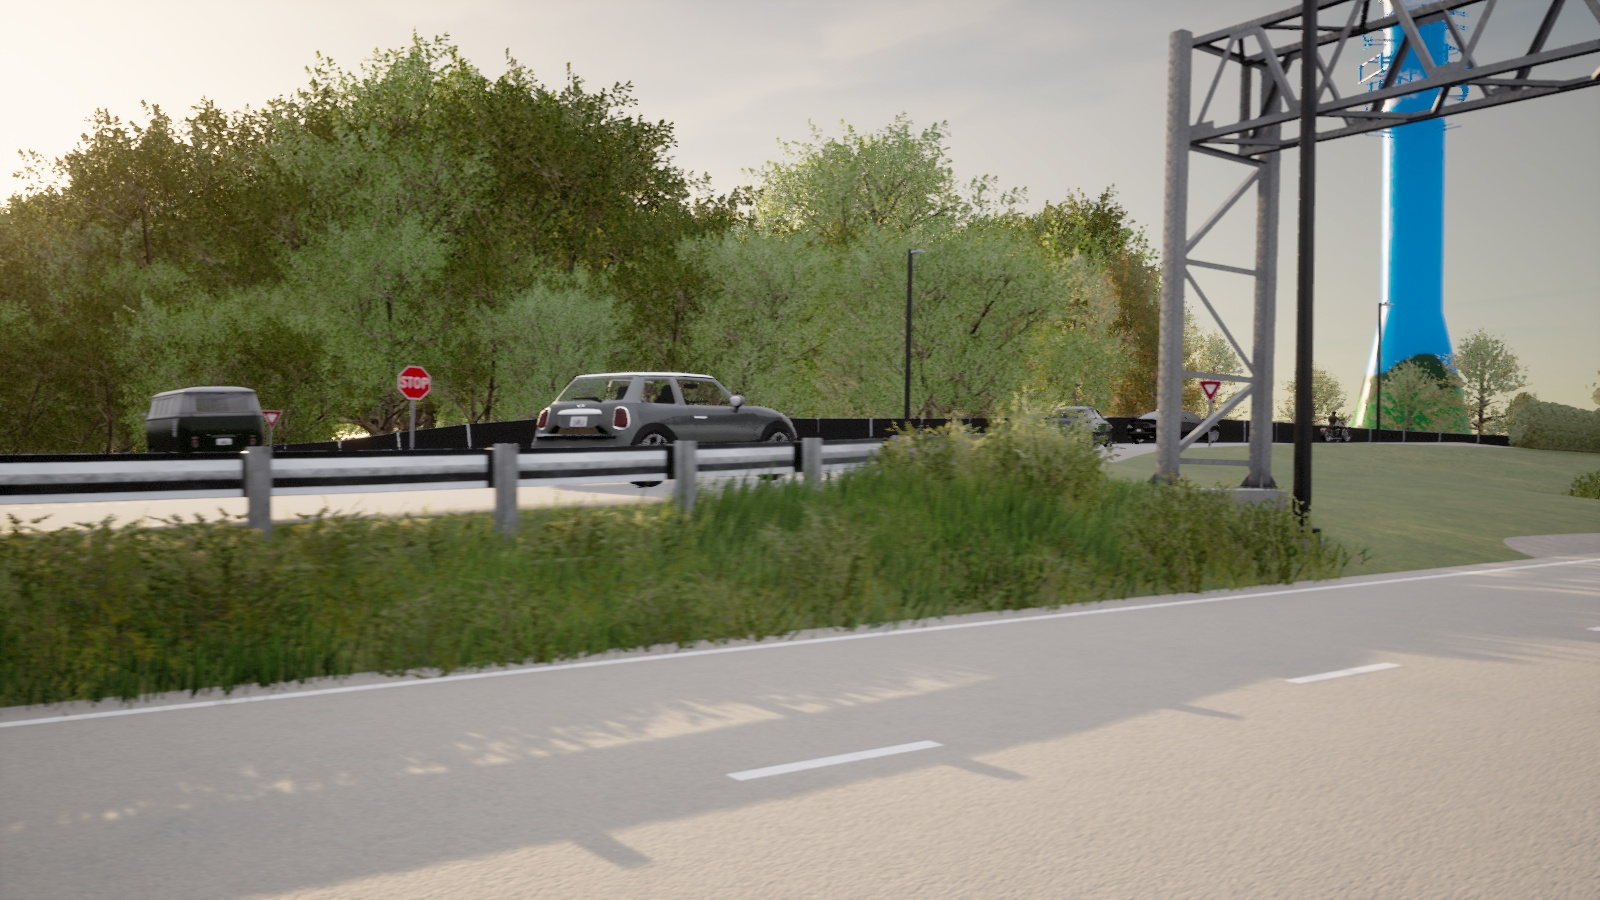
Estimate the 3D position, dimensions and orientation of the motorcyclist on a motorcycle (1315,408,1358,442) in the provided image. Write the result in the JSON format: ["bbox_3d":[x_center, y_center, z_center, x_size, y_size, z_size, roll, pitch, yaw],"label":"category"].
[{"bbox_3d":[26.828,-1.253,62.765,2.350,1.649,0.766,-1,0,-33],"label":"motorcyclist on a motorcycle"}]

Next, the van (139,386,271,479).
[{"bbox_3d":[-13.965,-0.385,29.331,1.775,1.987,4.442,-3,2,-38],"label":"van"}]

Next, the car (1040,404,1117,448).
[{"bbox_3d":[9.853,-0.836,44.179,1.816,1.474,4.193,0,1,24],"label":"car"}]

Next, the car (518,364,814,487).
[{"bbox_3d":[-1.710,-0.332,17.152,1.970,1.475,3.806,0,1,36],"label":"car"}]

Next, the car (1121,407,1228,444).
[{"bbox_3d":[16.553,-1.100,55.387,5.008,1.535,1.882,-1,1,-37],"label":"car"}]
